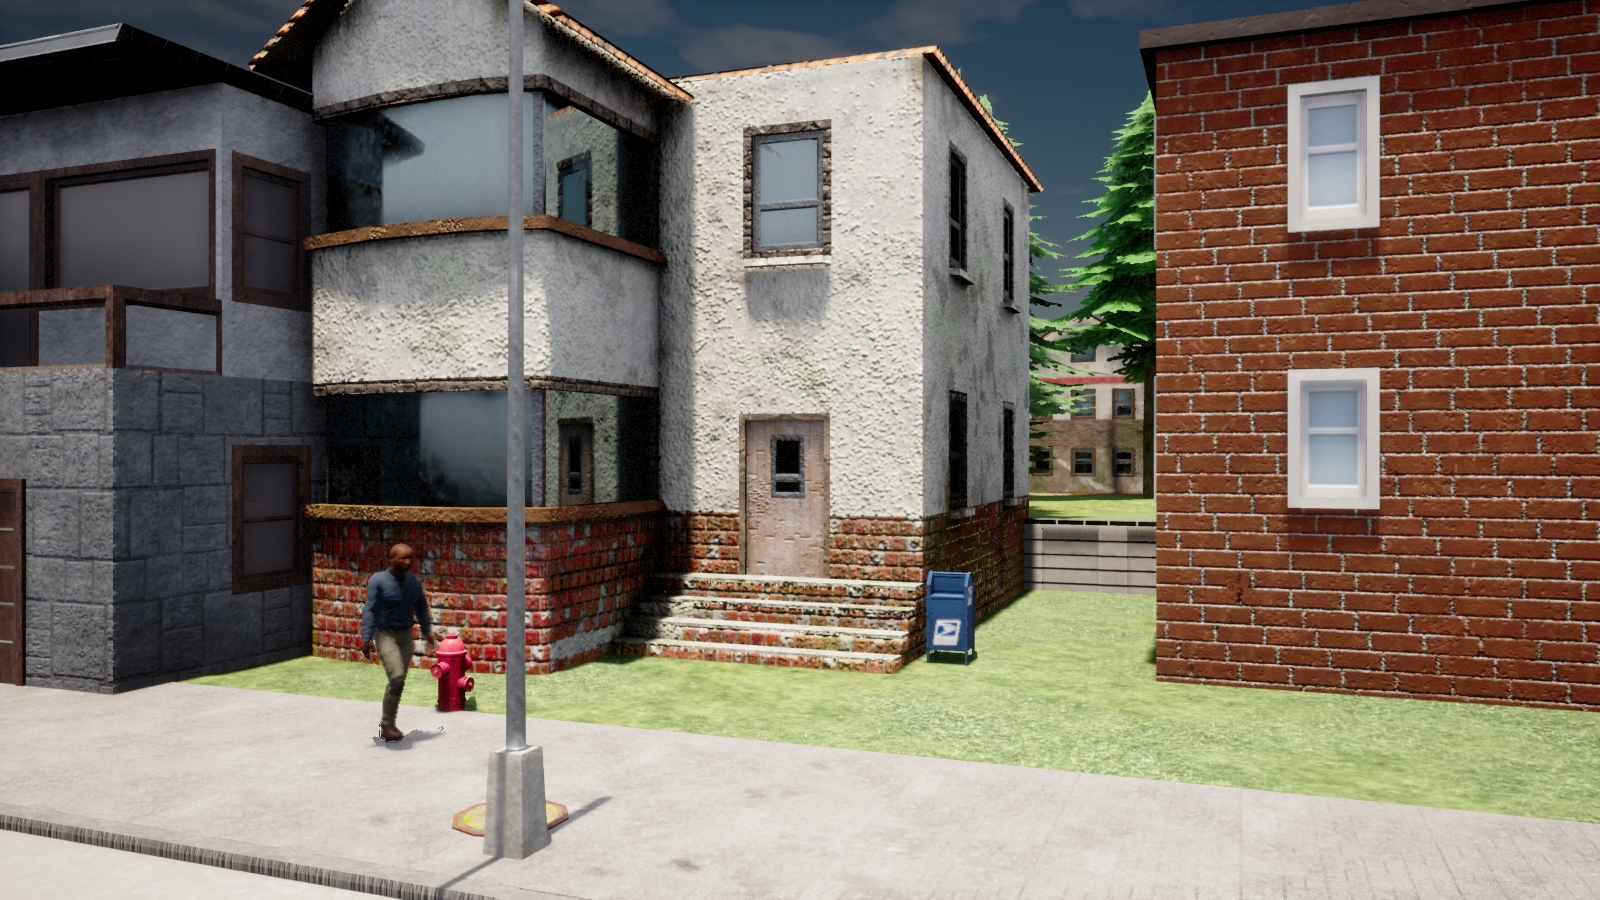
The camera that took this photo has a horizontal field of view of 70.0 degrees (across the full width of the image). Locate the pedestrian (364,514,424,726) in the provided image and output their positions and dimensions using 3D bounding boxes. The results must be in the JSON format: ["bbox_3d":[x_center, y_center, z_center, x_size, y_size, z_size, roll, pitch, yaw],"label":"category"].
[{"bbox_3d":[-3.698,1.524,10.414,0.375,1.860,0.375,0,0,41],"label":"pedestrian"}]
